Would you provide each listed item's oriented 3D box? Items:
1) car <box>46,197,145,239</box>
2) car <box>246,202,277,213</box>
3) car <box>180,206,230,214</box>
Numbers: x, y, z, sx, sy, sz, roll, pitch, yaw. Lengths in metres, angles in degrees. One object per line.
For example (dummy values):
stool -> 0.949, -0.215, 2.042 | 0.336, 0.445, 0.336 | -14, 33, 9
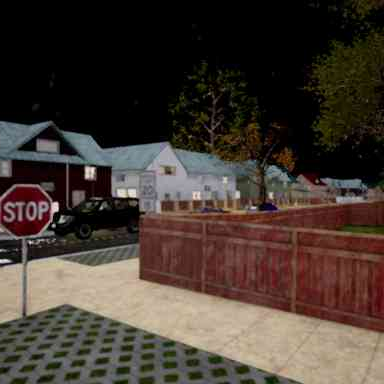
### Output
car -> -4.954, 1.286, 18.097 | 2.150, 2.045, 5.566 | 0, 0, 37
car -> 7.283, 1.787, 34.378 | 1.812, 1.442, 4.674 | 0, 0, 37
car -> 1.063, 1.763, 26.126 | 1.895, 1.301, 4.718 | 0, 0, 37
